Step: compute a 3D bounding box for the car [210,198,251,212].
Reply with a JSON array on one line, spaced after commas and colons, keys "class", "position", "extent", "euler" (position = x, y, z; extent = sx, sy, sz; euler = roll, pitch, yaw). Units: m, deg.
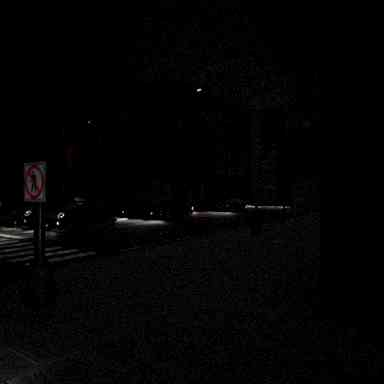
[{"class": "car", "position": [4.272, 1.390, 36.426], "extent": [1.812, 1.442, 4.674], "euler": [0, 0, 36]}]

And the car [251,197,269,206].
[{"class": "car", "position": [10.056, 1.372, 50.105], "extent": [1.994, 1.385, 4.181], "euler": [0, 0, 36]}]

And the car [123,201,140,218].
[{"class": "car", "position": [-4.644, 1.480, 29.471], "extent": [1.994, 1.385, 4.181], "euler": [0, 0, 35]}]

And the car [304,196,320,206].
[{"class": "car", "position": [18.648, 1.319, 50.779], "extent": [2.033, 1.411, 5.357], "euler": [0, 0, 35]}]

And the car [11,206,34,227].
[{"class": "car", "position": [-9.634, 1.304, 22.411], "extent": [2.097, 1.767, 4.553], "euler": [0, 0, 35]}]

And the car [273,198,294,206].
[{"class": "car", "position": [13.627, 1.312, 49.489], "extent": [1.837, 1.490, 4.892], "euler": [0, 0, 35]}]

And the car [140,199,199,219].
[{"class": "car", "position": [-1.775, 1.413, 27.888], "extent": [1.837, 1.490, 4.892], "euler": [0, 0, 35]}]

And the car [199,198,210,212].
[{"class": "car", "position": [1.400, 1.419, 38.002], "extent": [2.033, 1.411, 5.357], "euler": [0, 0, 36]}]

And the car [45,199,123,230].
[{"class": "car", "position": [-6.910, 1.297, 20.632], "extent": [2.097, 1.767, 4.553], "euler": [0, 0, 35]}]
